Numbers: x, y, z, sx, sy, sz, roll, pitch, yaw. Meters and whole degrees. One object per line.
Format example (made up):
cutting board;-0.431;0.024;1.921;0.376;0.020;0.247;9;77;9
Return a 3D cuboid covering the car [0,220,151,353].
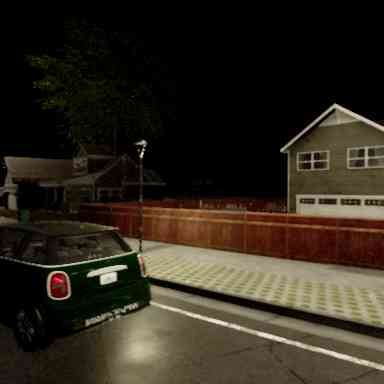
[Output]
car;-2.957;1.338;6.415;4.553;1.767;2.097;0;0;38
